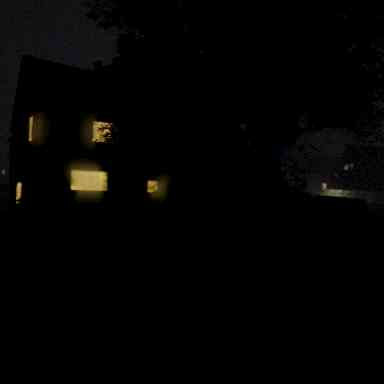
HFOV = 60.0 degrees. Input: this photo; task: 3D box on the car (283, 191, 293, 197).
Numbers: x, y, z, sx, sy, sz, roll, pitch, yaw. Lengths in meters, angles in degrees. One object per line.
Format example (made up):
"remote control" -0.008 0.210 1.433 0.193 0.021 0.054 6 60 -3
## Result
"car" 15.353 0.274 52.811 2.033 1.411 5.357 1 2 -3
